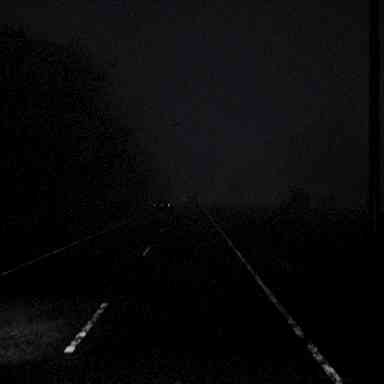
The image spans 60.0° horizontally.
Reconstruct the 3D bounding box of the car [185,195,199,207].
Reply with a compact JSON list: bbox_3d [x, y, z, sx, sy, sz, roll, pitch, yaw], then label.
[{"bbox_3d":[0.015,1.466,54.889,2.150,2.045,5.566,0,0,0],"label":"car"}]

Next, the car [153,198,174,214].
[{"bbox_3d":[-3.238,1.521,38.349,2.097,1.767,4.553,0,0,1],"label":"car"}]

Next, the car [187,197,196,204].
[{"bbox_3d":[-0.112,1.854,73.539,1.812,1.442,4.674,0,0,0],"label":"car"}]
